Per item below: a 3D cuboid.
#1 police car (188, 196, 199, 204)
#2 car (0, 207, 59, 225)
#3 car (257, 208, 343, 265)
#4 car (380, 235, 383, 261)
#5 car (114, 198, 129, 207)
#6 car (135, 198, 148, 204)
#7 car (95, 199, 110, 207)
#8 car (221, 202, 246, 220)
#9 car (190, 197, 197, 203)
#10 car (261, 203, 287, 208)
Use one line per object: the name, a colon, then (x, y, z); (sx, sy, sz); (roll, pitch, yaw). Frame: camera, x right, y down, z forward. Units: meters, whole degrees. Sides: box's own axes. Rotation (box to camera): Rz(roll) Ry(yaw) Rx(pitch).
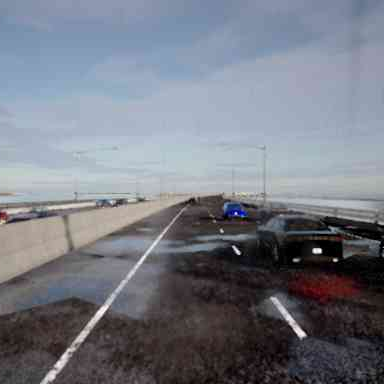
police car: (0.048, 1.955, 76.035); (1.930, 1.638, 5.238); (0, 0, 2)
car: (-10.487, 1.735, 22.316); (1.994, 1.385, 4.181); (0, 0, 1)
car: (3.639, 1.573, 12.099); (1.882, 1.535, 5.008); (0, 0, 0)
car: (7.121, 1.549, 8.978); (1.882, 1.535, 5.008); (0, 0, 0)
car: (-13.265, 1.948, 62.693); (1.837, 1.490, 4.892); (0, 0, 2)
car: (-9.728, 1.928, 63.955); (1.882, 1.535, 5.008); (0, 0, 2)
car: (-16.761, 1.972, 62.719); (1.812, 1.442, 4.674); (0, 0, 2)
car: (3.800, 1.713, 31.008); (1.882, 1.535, 5.008); (0, 0, 1)
car: (0.540, 2.129, 91.893); (1.837, 1.490, 4.892); (0, 0, 2)
car: (7.283, 1.715, 29.440); (2.128, 1.511, 4.902); (0, 0, 1)
